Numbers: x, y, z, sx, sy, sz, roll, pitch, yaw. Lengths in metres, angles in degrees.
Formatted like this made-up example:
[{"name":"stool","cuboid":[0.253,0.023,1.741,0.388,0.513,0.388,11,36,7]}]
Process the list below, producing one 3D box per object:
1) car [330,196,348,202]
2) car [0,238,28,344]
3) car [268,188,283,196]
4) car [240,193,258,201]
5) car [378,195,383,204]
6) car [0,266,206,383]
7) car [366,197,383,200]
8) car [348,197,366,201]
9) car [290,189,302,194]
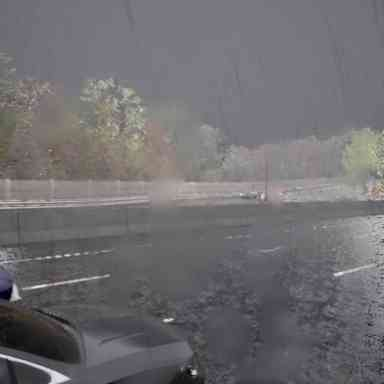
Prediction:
[{"name":"car","cuboid":[23.128,1.413,51.314,4.902,1.511,2.128,0,0,-36]},{"name":"car","cuboid":[-4.990,1.583,4.498,4.718,1.301,1.895,0,0,-36]},{"name":"car","cuboid":[18.512,0.121,73.866,2.150,2.045,5.566,0,1,32]},{"name":"car","cuboid":[10.432,0.857,60.529,1.895,1.301,4.718,0,1,31]},{"name":"car","cuboid":[36.136,1.411,60.785,5.008,1.535,1.882,0,0,-36]},{"name":"car","cuboid":[-2.115,1.496,2.260,4.892,1.490,1.837,0,0,-36]},{"name":"car","cuboid":[26.182,1.488,44.891,5.357,1.411,2.033,0,0,-36]},{"name":"car","cuboid":[25.210,1.458,48.502,4.674,1.442,1.812,0,0,-36]},{"name":"car","cuboid":[27.238,-0.188,86.940,1.895,1.301,4.718,0,3,35]}]
